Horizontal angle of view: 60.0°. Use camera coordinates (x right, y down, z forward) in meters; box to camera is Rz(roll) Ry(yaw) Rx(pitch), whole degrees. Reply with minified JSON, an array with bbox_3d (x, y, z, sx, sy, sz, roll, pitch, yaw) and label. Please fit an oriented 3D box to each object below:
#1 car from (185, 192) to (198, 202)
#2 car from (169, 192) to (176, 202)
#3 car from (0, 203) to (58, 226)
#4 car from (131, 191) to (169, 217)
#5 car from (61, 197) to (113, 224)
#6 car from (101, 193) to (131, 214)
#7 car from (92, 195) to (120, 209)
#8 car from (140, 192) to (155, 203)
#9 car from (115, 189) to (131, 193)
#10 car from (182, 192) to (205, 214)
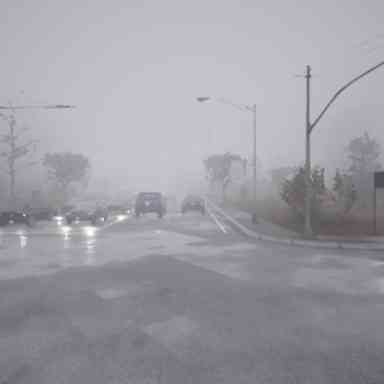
[{"bbox_3d":[-0.095,0.752,56.810,2.128,1.511,4.902,0,2,-1],"label":"car"},{"bbox_3d":[-3.532,0.816,54.357,2.128,1.511,4.902,0,2,-1],"label":"car"},{"bbox_3d":[-10.584,1.421,21.737,1.895,1.301,4.718,0,0,0],"label":"car"},{"bbox_3d":[-3.394,0.989,28.022,2.150,2.045,5.566,0,0,0],"label":"car"},{"bbox_3d":[-7.084,1.336,22.964,1.812,1.442,4.674,0,0,0],"label":"car"},{"bbox_3d":[-7.043,1.206,32.175,1.882,1.535,5.008,0,1,0],"label":"car"},{"bbox_3d":[-10.499,1.156,40.942,2.033,1.411,5.357,0,1,0],"label":"car"},{"bbox_3d":[-6.998,0.870,52.695,1.837,1.490,4.892,0,1,0],"label":"car"},{"bbox_3d":[-10.499,0.620,51.304,2.150,2.045,5.566,0,1,0],"label":"car"},{"bbox_3d":[0.106,1.080,32.217,2.097,1.767,4.553,0,1,0],"label":"car"}]
